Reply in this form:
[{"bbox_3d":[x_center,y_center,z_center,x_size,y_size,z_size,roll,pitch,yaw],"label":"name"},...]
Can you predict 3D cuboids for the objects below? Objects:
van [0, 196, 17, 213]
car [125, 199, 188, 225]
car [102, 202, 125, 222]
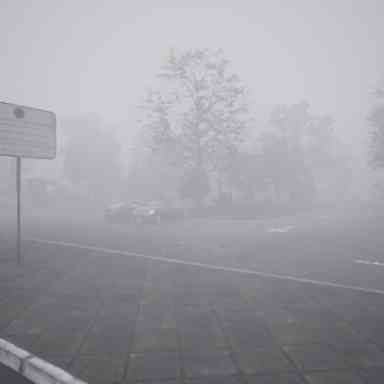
[{"bbox_3d":[-21.986,1.419,37.891,1.878,1.987,4.442,-1,-1,35],"label":"van"},{"bbox_3d":[-2.286,1.343,24.238,2.185,1.767,4.553,0,0,35],"label":"car"},{"bbox_3d":[-4.908,1.514,26.021,2.002,1.452,4.674,0,0,35],"label":"car"}]
